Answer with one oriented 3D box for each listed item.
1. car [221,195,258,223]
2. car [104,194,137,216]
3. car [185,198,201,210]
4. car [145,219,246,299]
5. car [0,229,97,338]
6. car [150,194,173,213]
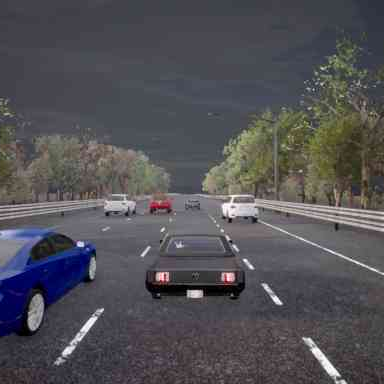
[{"bbox_3d":[3.626,1.236,25.947,2.150,2.045,5.566,0,0,-2],"label":"car"},{"bbox_3d":[-6.902,1.243,32.483,2.150,2.045,5.566,0,0,1],"label":"car"},{"bbox_3d":[0.112,1.525,42.938,2.128,1.511,4.902,0,0,0],"label":"car"},{"bbox_3d":[0.099,1.601,8.380,1.895,1.301,4.718,0,0,1],"label":"car"},{"bbox_3d":[-3.397,1.477,6.687,1.882,1.535,5.008,0,0,0],"label":"car"},{"bbox_3d":[-3.386,1.248,37.037,2.150,2.045,5.566,0,0,0],"label":"car"}]
